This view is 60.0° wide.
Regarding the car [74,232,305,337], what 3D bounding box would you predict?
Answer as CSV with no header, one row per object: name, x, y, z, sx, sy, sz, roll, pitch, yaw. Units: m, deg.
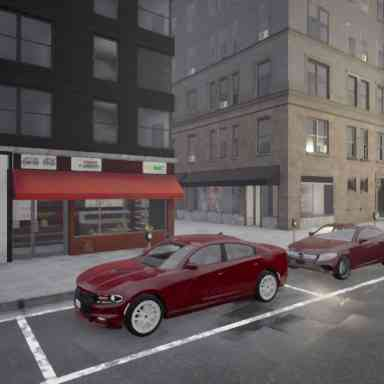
car,0.000,1.544,6.643,4.507,1.381,1.887,0,0,-35

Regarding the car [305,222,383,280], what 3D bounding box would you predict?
car,4.521,1.575,9.862,4.206,1.307,1.802,0,0,-35
